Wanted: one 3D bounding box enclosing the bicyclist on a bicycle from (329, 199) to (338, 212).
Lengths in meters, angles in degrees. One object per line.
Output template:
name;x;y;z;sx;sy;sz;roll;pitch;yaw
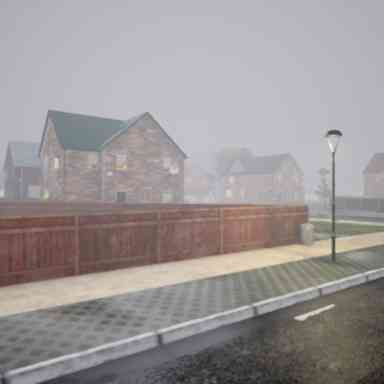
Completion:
bicyclist on a bicycle;14.941;1.342;35.074;1.656;1.620;0.582;0;0;-36

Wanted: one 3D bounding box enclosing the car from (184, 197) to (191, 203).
car;-2.163;1.519;53.632;2.128;1.511;4.902;1;-1;-36
